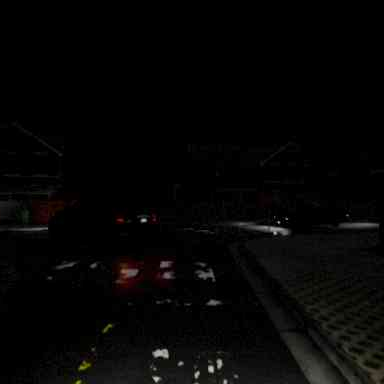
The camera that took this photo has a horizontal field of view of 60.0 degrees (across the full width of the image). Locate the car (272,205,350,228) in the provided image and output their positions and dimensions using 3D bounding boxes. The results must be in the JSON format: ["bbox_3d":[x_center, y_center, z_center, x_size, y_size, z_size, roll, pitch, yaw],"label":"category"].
[{"bbox_3d":[8.213,1.635,22.835,5.357,1.411,2.033,1,0,-21],"label":"car"}]

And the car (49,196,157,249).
[{"bbox_3d":[-4.003,1.178,14.637,5.566,2.045,2.150,1,-1,38],"label":"car"}]
